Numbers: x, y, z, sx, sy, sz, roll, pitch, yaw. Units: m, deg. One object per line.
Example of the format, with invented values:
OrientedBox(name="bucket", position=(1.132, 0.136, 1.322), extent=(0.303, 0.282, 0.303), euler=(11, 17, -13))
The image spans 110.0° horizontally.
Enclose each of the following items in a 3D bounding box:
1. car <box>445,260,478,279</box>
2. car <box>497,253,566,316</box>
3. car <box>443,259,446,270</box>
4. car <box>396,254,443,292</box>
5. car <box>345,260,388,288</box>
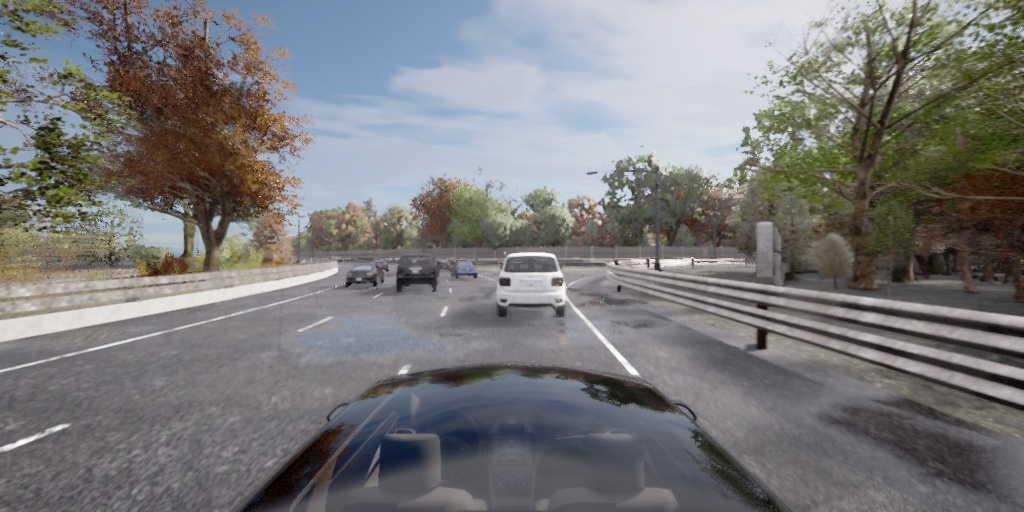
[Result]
OrientedBox(name="car", position=(-4.190, 1.156, 30.773), extent=(2.033, 1.411, 5.357), euler=(0, 0, -16))
OrientedBox(name="car", position=(0.719, 0.909, 13.129), extent=(2.150, 2.045, 5.566), euler=(0, 0, 4))
OrientedBox(name="car", position=(-8.686, 1.079, 43.911), extent=(1.812, 1.442, 4.674), euler=(0, 0, -21))
OrientedBox(name="car", position=(-5.392, 0.885, 20.997), extent=(2.150, 2.045, 5.566), euler=(0, 0, -10))
OrientedBox(name="car", position=(-9.463, 1.191, 23.291), extent=(1.812, 1.442, 4.674), euler=(0, 0, -12))
